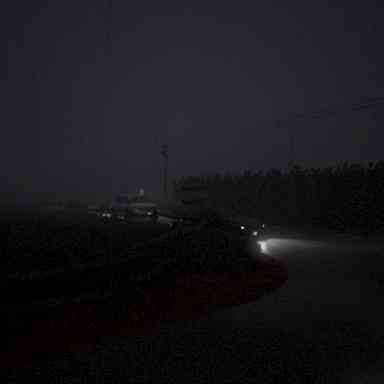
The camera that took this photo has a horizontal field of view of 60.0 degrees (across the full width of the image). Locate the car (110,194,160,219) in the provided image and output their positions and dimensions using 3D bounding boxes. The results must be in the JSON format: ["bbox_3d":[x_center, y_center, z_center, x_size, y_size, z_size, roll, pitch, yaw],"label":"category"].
[{"bbox_3d":[-4.647,1.218,26.243,2.150,2.045,5.566,0,0,-35],"label":"car"}]

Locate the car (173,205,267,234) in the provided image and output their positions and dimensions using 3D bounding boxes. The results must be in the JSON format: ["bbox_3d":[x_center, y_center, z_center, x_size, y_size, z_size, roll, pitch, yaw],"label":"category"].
[{"bbox_3d":[1.416,1.544,17.689,2.033,1.411,5.357,0,0,-35],"label":"car"}]

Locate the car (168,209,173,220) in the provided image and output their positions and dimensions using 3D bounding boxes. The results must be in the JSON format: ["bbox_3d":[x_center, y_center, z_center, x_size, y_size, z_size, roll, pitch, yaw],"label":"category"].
[{"bbox_3d":[0.074,1.596,25.450,1.895,1.301,4.718,0,0,-35],"label":"car"}]

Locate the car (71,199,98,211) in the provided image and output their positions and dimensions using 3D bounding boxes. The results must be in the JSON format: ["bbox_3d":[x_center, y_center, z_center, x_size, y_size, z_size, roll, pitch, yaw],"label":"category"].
[{"bbox_3d":[-11.815,1.488,36.394,2.128,1.511,4.902,0,0,-35],"label":"car"}]
